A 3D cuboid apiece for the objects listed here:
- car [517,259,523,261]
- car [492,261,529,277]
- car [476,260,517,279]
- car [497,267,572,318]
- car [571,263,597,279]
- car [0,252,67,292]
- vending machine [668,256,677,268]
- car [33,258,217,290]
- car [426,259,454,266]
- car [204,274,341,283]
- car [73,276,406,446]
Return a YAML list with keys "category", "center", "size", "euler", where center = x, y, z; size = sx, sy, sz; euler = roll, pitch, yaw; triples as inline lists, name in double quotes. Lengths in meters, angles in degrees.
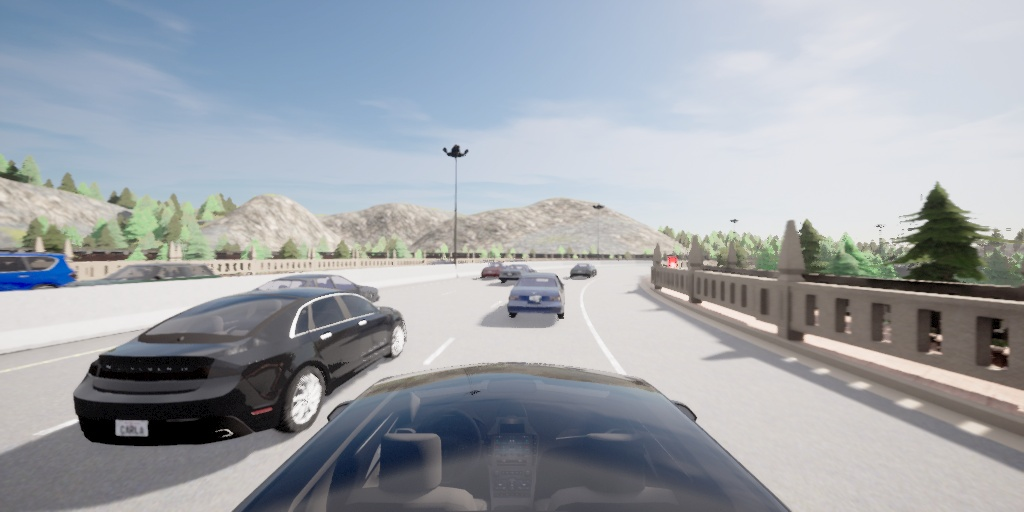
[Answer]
- category: "car"
  center: [0.489, 1.269, 52.792]
  size: [1.837, 1.490, 4.892]
  euler: [0, 0, 31]
- category: "car"
  center: [0.561, 1.307, 27.086]
  size: [2.033, 1.411, 5.357]
  euler: [0, 0, 17]
- category: "car"
  center: [-1.246, 1.316, 32.479]
  size: [1.994, 1.385, 4.181]
  euler: [0, 0, 19]
- category: "car"
  center: [1.012, 1.305, 13.103]
  size: [2.033, 1.411, 5.357]
  euler: [0, 0, 8]
- category: "car"
  center: [6.842, 1.355, 34.014]
  size: [1.994, 1.385, 4.181]
  euler: [0, 0, 22]
- category: "car"
  center: [-17.011, 0.892, 10.727]
  size: [2.150, 2.045, 5.566]
  euler: [0, 0, 6]
- category: "vending machine"
  center: [16.116, 1.032, 35.954]
  size: [1.100, 2.100, 0.880]
  euler: [0, 0, 26]
- category: "car"
  center: [-13.198, 1.041, 13.057]
  size: [2.097, 1.767, 4.553]
  euler: [0, 0, 8]
- category: "car"
  center: [-9.676, 1.208, 48.739]
  size: [2.128, 1.511, 4.902]
  euler: [0, 0, 26]
- category: "car"
  center: [-6.245, 1.270, 11.408]
  size: [2.033, 1.411, 5.357]
  euler: [0, 0, 7]
- category: "car"
  center: [-3.175, 1.241, 5.518]
  size: [1.837, 1.490, 4.892]
  euler: [0, 0, 3]
